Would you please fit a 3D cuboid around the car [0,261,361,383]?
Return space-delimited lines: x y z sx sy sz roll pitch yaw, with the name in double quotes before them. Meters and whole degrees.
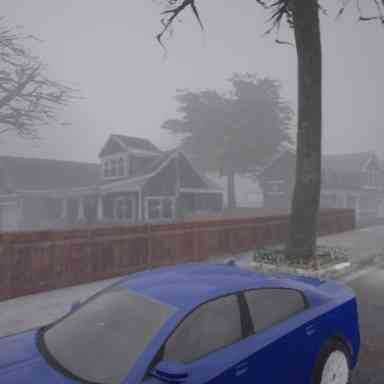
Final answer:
"car" -0.183 1.589 3.420 5.008 1.535 1.882 0 -2 -38
